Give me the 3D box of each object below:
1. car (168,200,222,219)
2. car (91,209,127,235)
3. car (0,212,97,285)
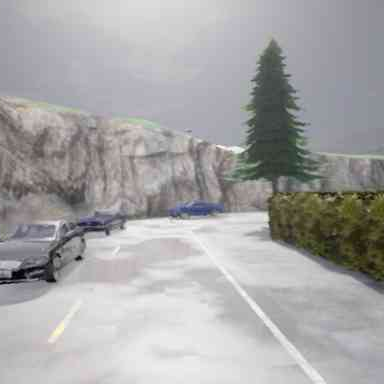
[{"bbox_3d":[0.280,1.479,29.089,5.008,1.535,1.882,-1,0,-28],"label":"car"},{"bbox_3d":[-5.351,1.737,19.926,1.895,1.301,4.718,-1,0,4],"label":"car"},{"bbox_3d":[-4.515,1.604,9.972,2.128,1.511,4.902,-1,0,-6],"label":"car"}]
